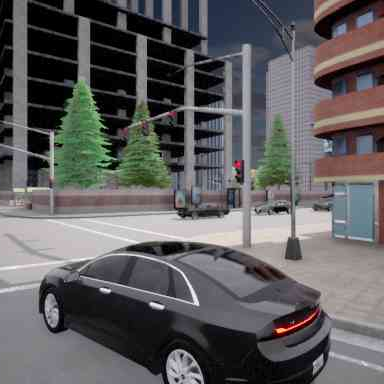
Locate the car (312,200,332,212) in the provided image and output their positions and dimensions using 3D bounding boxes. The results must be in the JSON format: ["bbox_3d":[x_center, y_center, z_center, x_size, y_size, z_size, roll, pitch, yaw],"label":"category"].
[{"bbox_3d":[16.646,1.407,40.273,4.553,1.767,2.097,0,0,-35],"label":"car"}]

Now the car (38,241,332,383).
[{"bbox_3d":[-0.534,1.505,5.001,4.892,1.490,1.837,0,0,41],"label":"car"}]

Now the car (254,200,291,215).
[{"bbox_3d":[8.563,1.547,34.501,4.902,1.511,2.128,0,0,-36],"label":"car"}]

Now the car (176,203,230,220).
[{"bbox_3d":[0.983,1.656,29.065,4.718,1.301,1.895,0,0,-36],"label":"car"}]
